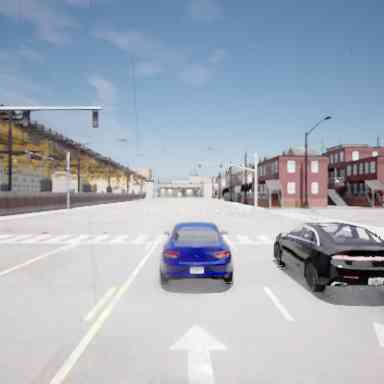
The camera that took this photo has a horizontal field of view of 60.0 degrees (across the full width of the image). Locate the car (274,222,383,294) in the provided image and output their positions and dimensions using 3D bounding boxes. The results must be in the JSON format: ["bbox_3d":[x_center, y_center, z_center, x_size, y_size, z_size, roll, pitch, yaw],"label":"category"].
[{"bbox_3d":[3.611,1.553,8.980,2.128,1.511,4.902,0,0,0],"label":"car"}]

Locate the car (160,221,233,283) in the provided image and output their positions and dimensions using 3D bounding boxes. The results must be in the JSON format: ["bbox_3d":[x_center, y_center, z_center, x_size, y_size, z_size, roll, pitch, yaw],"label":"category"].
[{"bbox_3d":[0.109,1.591,9.765,1.812,1.442,4.674,0,0,0],"label":"car"}]
